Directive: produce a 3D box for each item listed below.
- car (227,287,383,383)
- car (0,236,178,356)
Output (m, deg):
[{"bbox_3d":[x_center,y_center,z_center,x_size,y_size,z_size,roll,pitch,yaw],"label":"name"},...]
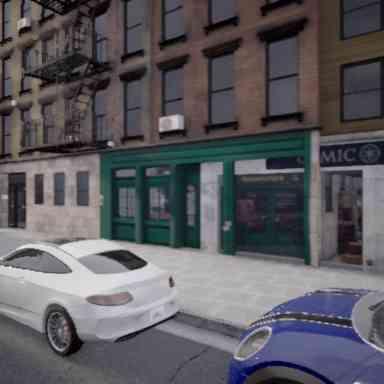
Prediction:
[{"bbox_3d":[2.528,1.364,2.544,4.553,1.767,2.097,0,0,36],"label":"car"},{"bbox_3d":[-2.369,1.550,6.061,4.674,1.442,1.812,0,0,36],"label":"car"}]
